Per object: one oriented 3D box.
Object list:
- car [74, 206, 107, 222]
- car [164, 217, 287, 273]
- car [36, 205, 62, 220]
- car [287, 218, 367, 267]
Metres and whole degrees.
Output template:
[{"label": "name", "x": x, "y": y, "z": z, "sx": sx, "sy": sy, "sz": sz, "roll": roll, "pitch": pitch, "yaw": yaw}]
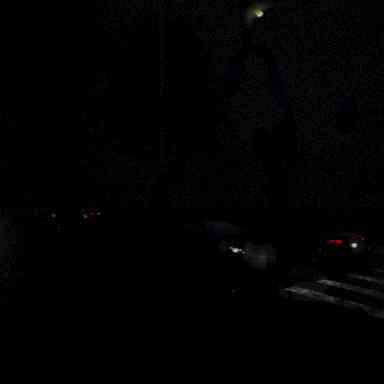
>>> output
[{"label": "car", "x": -9.822, "y": 2.048, "z": 31.995, "sx": 2.033, "sy": 1.411, "sz": 5.357, "roll": 0, "pitch": -1, "yaw": -34}, {"label": "car", "x": 0.669, "y": 1.618, "z": 11.257, "sx": 1.812, "sy": 1.442, "sz": 4.674, "roll": 0, "pitch": -1, "yaw": -34}, {"label": "car", "x": -14.540, "y": 2.075, "z": 33.735, "sx": 2.128, "sy": 1.511, "sz": 4.902, "roll": 0, "pitch": -1, "yaw": -34}, {"label": "car", "x": 3.840, "y": 1.633, "z": 11.836, "sx": 1.994, "sy": 1.385, "sz": 4.181, "roll": 0, "pitch": -1, "yaw": -34}]
